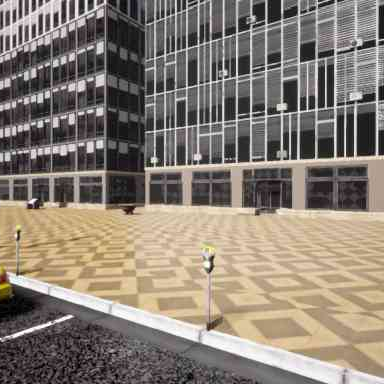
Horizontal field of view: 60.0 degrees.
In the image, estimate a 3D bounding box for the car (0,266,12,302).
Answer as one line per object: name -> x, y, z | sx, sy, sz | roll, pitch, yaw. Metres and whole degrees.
car -> -5.565, 1.526, 6.835 | 4.829, 1.417, 1.752 | 0, 0, 35
